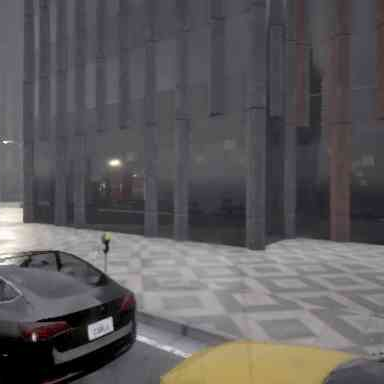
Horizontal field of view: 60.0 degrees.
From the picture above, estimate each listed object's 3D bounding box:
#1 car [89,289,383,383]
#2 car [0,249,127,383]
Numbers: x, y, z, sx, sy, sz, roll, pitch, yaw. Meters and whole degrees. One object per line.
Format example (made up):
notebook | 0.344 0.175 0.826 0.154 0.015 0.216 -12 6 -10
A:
car | 1.748 1.530 1.718 4.829 1.417 1.752 1 0 36
car | -2.702 1.527 4.893 4.313 1.339 1.947 1 0 36
